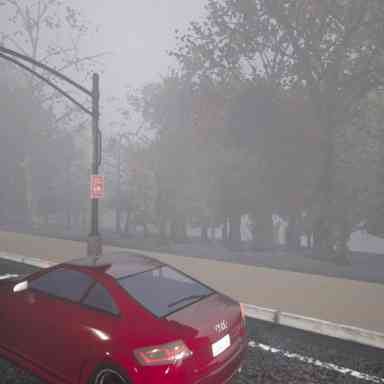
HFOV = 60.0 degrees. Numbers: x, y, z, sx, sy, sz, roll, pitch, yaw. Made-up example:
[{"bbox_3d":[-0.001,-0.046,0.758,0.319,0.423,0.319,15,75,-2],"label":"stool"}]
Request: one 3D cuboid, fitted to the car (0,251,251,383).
[{"bbox_3d":[-1.328,1.563,4.629,4.181,1.385,1.994,0,0,35],"label":"car"}]
